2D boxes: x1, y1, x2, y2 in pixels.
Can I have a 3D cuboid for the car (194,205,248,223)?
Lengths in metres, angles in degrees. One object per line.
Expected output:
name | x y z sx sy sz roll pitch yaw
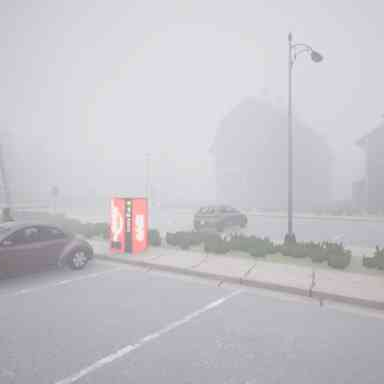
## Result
car | 1.793 1.504 20.096 1.816 1.474 4.193 0 0 36

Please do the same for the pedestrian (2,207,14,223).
pedestrian | -5.565 1.293 10.086 0.375 1.860 0.375 0 0 31

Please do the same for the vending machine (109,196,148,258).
vending machine | -2.267 1.194 11.933 0.880 2.100 1.100 0 0 35

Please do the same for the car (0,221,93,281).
car | -4.678 1.519 8.913 1.784 1.438 3.905 0 0 36
